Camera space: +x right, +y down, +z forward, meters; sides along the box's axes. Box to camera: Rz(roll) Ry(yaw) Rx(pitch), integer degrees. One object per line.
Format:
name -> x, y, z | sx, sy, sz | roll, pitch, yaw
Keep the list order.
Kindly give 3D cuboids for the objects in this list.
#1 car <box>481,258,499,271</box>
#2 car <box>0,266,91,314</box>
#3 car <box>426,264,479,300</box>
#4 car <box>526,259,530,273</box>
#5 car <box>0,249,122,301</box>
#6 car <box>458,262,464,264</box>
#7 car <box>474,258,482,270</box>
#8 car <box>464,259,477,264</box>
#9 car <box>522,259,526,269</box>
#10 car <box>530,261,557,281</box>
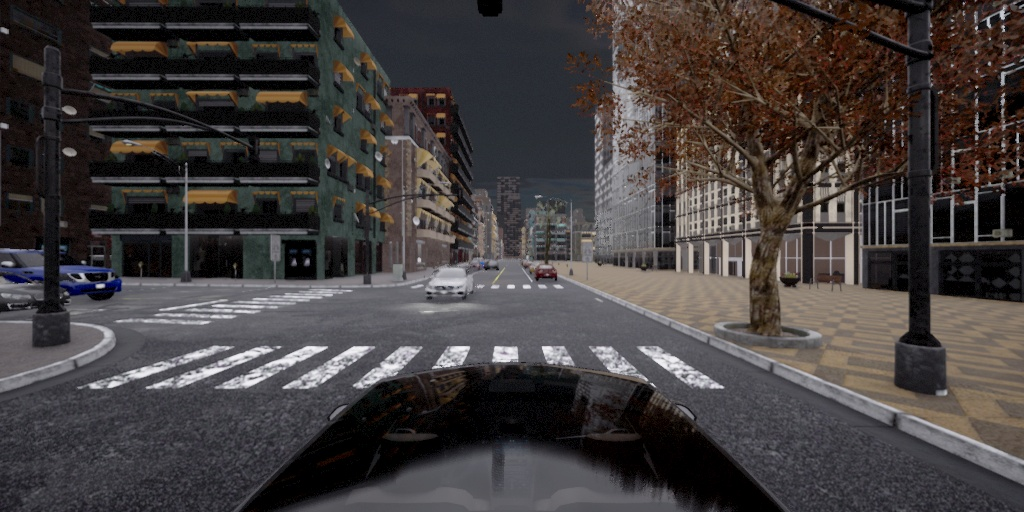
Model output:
car -> -2.815, 1.323, 50.505 | 1.882, 1.535, 5.008 | 0, 0, 0
car -> -16.402, 1.103, 11.016 | 4.403, 1.370, 2.007 | 0, 0, 0
car -> -2.940, 1.306, 17.835 | 1.812, 1.442, 4.674 | 0, 0, 0
car -> 2.842, 1.349, 41.593 | 1.751, 1.417, 4.829 | 0, 0, 0
car -> -18.384, 0.753, 13.595 | 5.566, 2.045, 2.150 | 1, 0, 0
car -> -5.581, 1.350, 30.390 | 2.007, 1.370, 4.403 | 0, 0, 0
car -> -5.495, 1.291, 52.521 | 1.967, 1.591, 4.097 | 0, 0, 0
car -> -5.538, 1.374, 41.456 | 2.007, 1.370, 4.403 | 0, 0, 0
car -> 2.906, 1.448, 58.020 | 1.802, 1.307, 4.207 | 0, 0, 0
car -> 2.799, 1.344, 30.357 | 1.888, 1.381, 4.507 | 0, 0, 0
